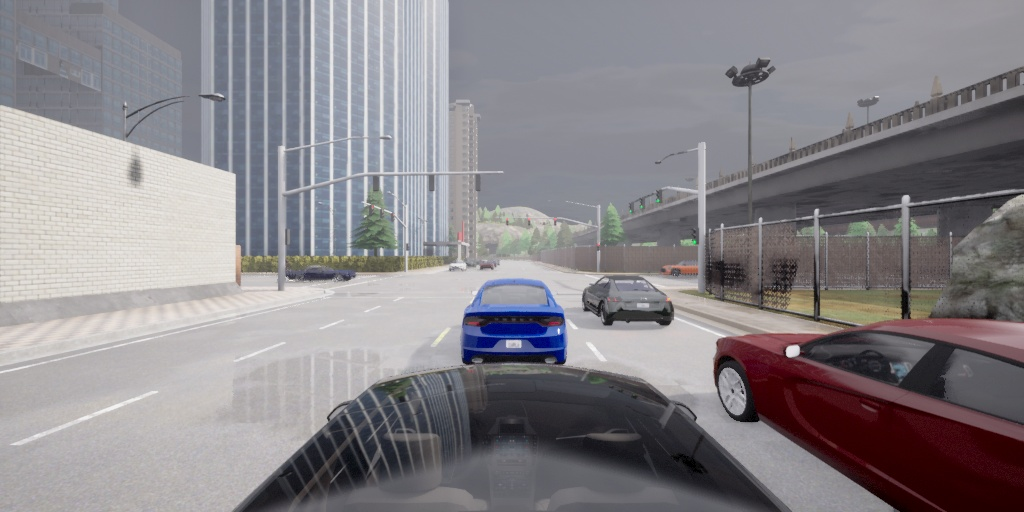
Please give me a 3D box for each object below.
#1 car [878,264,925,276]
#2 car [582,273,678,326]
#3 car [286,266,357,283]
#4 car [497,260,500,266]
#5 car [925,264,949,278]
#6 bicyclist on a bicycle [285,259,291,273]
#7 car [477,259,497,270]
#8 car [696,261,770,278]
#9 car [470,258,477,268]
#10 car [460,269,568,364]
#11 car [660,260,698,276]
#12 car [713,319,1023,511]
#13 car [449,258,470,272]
[{"bbox_3d":[39.481,1.406,35.551,4.718,1.301,1.895,0,0,0],"label":"car"},{"bbox_3d":[3.574,1.314,11.751,1.994,1.385,4.181,0,0,0],"label":"car"},{"bbox_3d":[-14.939,1.406,28.362,4.718,1.301,1.895,0,0,-2],"label":"car"},{"bbox_3d":[-3.574,1.351,61.100,1.895,1.301,4.718,0,0,0],"label":"car"},{"bbox_3d":[40.727,1.283,32.048,5.008,1.535,1.882,0,0,0],"label":"car"},{"bbox_3d":[-25.301,1.106,40.213,0.582,1.620,1.656,0,0,0],"label":"bicyclist on a bicycle"},{"bbox_3d":[-3.586,1.351,51.935,1.895,1.301,4.718,0,0,0],"label":"car"},{"bbox_3d":[19.883,1.353,32.026,5.357,1.411,2.033,0,0,0],"label":"car"},{"bbox_3d":[-7.080,1.104,58.786,2.097,1.767,4.553,0,0,0],"label":"car"},{"bbox_3d":[0.053,1.228,8.090,1.882,1.535,5.008,0,0,1],"label":"car"},{"bbox_3d":[17.165,1.157,35.520,4.553,1.767,2.097,0,0,0],"label":"car"},{"bbox_3d":[3.601,1.228,2.757,1.882,1.535,5.008,0,0,0],"label":"car"},{"bbox_3d":[-7.092,1.276,47.311,1.812,1.442,4.674,0,0,0],"label":"car"}]
